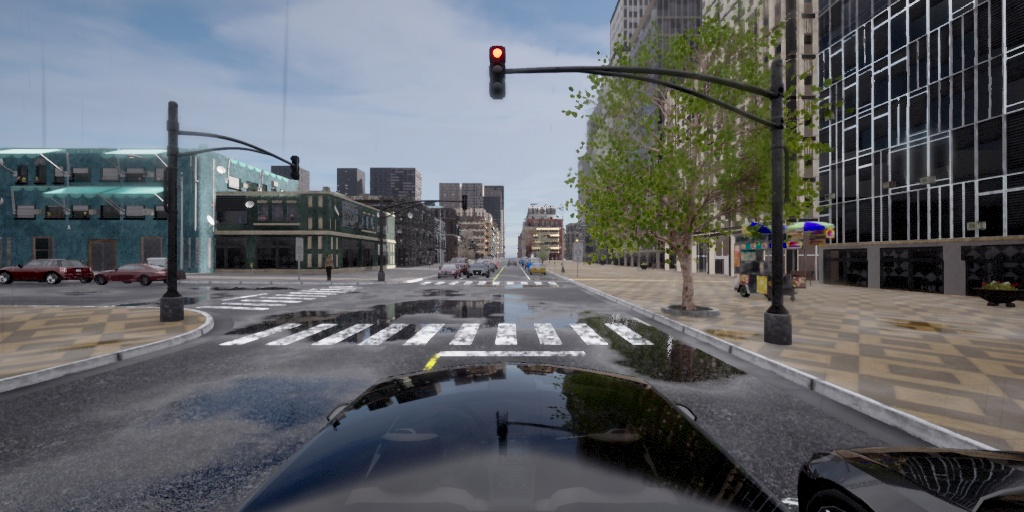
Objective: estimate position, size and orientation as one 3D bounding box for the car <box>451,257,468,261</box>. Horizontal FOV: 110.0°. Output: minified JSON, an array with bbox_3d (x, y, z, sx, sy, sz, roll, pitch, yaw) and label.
[{"bbox_3d":[-5.674,1.067,38.507,2.192,1.841,5.009,0,0,0],"label":"car"}]

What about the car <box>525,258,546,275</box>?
[{"bbox_3d":[2.706,1.278,38.676,1.751,1.417,4.829,0,0,0],"label":"car"}]

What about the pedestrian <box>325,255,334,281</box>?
[{"bbox_3d":[-12.739,0.788,24.963,0.375,1.860,0.375,0,-1,-1],"label":"pedestrian"}]

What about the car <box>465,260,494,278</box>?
[{"bbox_3d":[-3.085,1.316,33.779,1.994,1.385,4.181,0,0,0],"label":"car"}]

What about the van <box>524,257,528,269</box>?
[{"bbox_3d":[2.709,1.094,44.057,1.690,1.789,3.998,0,0,0],"label":"van"}]

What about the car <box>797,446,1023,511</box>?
[{"bbox_3d":[2.691,1.316,0.476,1.948,1.339,4.313,0,0,0],"label":"car"}]

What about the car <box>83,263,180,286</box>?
[{"bbox_3d":[-22.812,1.089,21.876,4.207,1.307,1.802,0,0,-1],"label":"car"}]

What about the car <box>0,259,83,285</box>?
[{"bbox_3d":[-28.360,0.879,21.800,4.097,1.591,1.967,0,0,-1],"label":"car"}]

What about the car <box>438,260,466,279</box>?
[{"bbox_3d":[-5.676,1.334,32.956,1.802,1.307,4.207,0,0,0],"label":"car"}]

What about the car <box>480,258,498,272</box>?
[{"bbox_3d":[-3.081,1.317,43.828,1.994,1.385,4.181,0,0,0],"label":"car"}]

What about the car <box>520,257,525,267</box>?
[{"bbox_3d":[2.713,1.305,55.159,2.007,1.370,4.403,0,0,0],"label":"car"}]
